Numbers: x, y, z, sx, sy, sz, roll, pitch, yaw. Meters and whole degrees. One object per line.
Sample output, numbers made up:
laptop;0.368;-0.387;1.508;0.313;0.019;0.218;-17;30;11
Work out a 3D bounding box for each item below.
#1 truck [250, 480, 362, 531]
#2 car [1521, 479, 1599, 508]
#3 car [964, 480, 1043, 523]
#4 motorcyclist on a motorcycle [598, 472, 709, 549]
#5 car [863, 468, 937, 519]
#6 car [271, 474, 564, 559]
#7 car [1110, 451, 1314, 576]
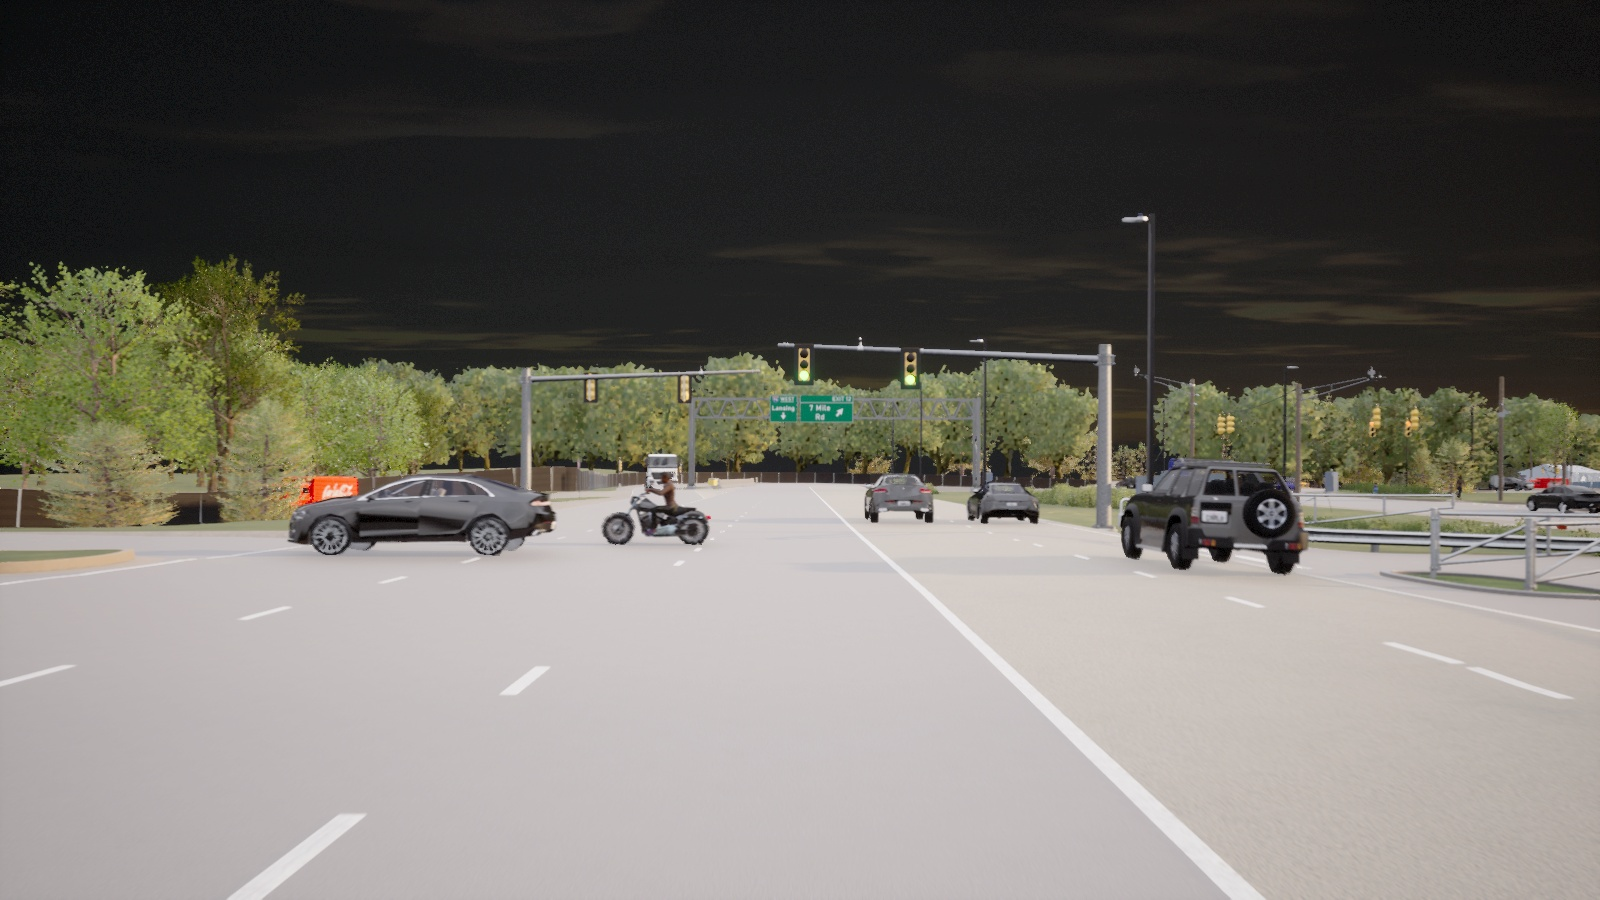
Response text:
truck;-25.602;2.826;65.310;2.627;2.467;5.204;0;0;20
car;41.557;2.338;68.335;1.837;1.490;4.892;0;-1;0
car;6.897;1.716;42.911;1.994;1.385;4.181;0;-1;0
motorcyclist on a motorcycle;-3.172;1.306;27.360;2.350;1.649;0.766;0;-1;-1
car;3.395;1.457;43.559;2.152;1.651;5.027;0;-1;0
car;-7.121;1.227;23.799;4.902;1.511;2.128;0;-1;-1
car;6.969;1.038;21.786;1.932;1.855;4.605;2;-1;0
